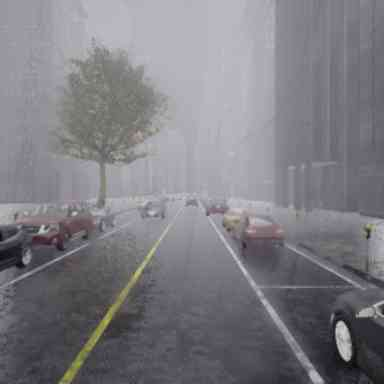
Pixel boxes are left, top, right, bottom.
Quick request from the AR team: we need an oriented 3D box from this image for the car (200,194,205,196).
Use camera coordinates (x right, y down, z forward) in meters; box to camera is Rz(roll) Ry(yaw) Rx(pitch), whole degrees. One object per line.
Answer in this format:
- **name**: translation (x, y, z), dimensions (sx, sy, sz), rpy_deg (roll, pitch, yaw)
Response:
- **car**: translation (2.748, 1.488, 54.073), dimensions (1.967, 1.590, 4.097), rpy_deg (0, 0, 0)

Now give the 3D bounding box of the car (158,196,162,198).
- **car**: translation (-5.775, 1.623, 48.385), dimensions (1.802, 1.307, 4.206), rpy_deg (0, 0, 0)

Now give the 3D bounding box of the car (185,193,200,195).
- **car**: translation (-0.016, 1.421, 66.720), dimensions (2.097, 1.767, 4.553), rpy_deg (0, 0, 0)

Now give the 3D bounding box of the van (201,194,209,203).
- **van**: translation (2.744, 1.410, 71.107), dimensions (1.690, 1.788, 3.998), rpy_deg (0, 0, 0)

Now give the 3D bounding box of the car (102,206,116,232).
- **car**: translation (-5.768, 1.564, 19.998), dimensions (2.008, 1.369, 4.403), rpy_deg (0, 0, 0)

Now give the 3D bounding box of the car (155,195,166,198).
- **car**: translation (-5.776, 1.630, 54.062), dimensions (1.802, 1.307, 4.206), rpy_deg (0, 0, 0)

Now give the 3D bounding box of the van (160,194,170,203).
- **van**: translation (-5.781, 1.410, 71.095), dimensions (1.690, 1.788, 3.998), rpy_deg (0, 0, 0)

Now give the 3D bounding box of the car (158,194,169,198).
- **car**: translation (-5.778, 1.369, 59.740), dimensions (2.192, 1.841, 5.009), rpy_deg (0, 0, 0)

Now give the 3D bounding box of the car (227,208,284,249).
- **car**: translation (2.758, 1.591, 14.330), dimensions (1.802, 1.307, 4.206), rpy_deg (0, 0, 0)

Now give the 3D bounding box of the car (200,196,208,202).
- **car**: translation (2.743, 1.621, 76.784), dimensions (1.887, 1.381, 4.507), rpy_deg (0, 0, 0)

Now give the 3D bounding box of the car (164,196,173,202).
- **car**: translation (-5.783, 1.667, 82.449), dimensions (1.802, 1.307, 4.206), rpy_deg (0, 0, 0)

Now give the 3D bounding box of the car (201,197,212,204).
- **car**: translation (2.746, 1.612, 65.429), dimensions (2.008, 1.369, 4.403), rpy_deg (0, 0, 0)

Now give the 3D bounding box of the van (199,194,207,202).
- **van**: translation (2.742, 1.426, 82.461), dimensions (1.690, 1.788, 3.998), rpy_deg (0, 0, 0)

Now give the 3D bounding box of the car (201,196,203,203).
- **car**: translation (2.750, 1.592, 48.395), dimensions (2.008, 1.369, 4.403), rpy_deg (0, 0, 0)

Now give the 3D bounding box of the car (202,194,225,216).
- **car**: translation (2.379, 1.377, 32.389), dimensions (2.097, 1.767, 4.553), rpy_deg (0, 0, 0)

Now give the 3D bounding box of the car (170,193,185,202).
- **car**: translation (-3.016, 1.345, 68.914), dimensions (1.812, 1.442, 4.674), rpy_deg (0, 0, 0)

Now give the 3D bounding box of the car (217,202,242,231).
- **car**: translation (2.757, 1.539, 20.178), dimensions (1.752, 1.417, 4.829), rpy_deg (0, 0, 0)

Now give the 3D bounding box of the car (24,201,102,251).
- **car**: translation (-5.767, 1.324, 14.321), dimensions (2.192, 1.841, 5.009), rpy_deg (0, 0, 0)

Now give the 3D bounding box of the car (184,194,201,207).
- **car**: translation (-0.008, 1.550, 51.974), dimensions (1.837, 1.490, 4.892), rpy_deg (0, 0, 0)

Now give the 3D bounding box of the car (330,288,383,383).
- **car**: translation (2.761, 1.553, 2.975), dimensions (2.008, 1.369, 4.403), rpy_deg (0, 0, 0)

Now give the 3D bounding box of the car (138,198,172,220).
- **car**: translation (-3.104, 1.512, 28.265), dimensions (2.128, 1.511, 4.902), rpy_deg (0, 0, 0)

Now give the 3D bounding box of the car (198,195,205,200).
- **car**: translation (2.739, 1.542, 93.816), dimensions (1.967, 1.590, 4.097), rpy_deg (0, 0, 0)

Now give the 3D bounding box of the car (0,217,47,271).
- **car**: translation (-5.765, 1.571, 8.643), dimensions (1.947, 1.339, 4.313), rpy_deg (0, 0, 0)

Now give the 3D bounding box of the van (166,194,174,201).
- **van**: translation (-5.785, 1.434, 88.128), dimensions (1.690, 1.788, 3.998), rpy_deg (0, 0, 0)

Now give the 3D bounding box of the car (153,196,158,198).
- **car**: translation (-5.774, 1.560, 42.537), dimensions (1.752, 1.417, 4.829), rpy_deg (0, 0, 0)
